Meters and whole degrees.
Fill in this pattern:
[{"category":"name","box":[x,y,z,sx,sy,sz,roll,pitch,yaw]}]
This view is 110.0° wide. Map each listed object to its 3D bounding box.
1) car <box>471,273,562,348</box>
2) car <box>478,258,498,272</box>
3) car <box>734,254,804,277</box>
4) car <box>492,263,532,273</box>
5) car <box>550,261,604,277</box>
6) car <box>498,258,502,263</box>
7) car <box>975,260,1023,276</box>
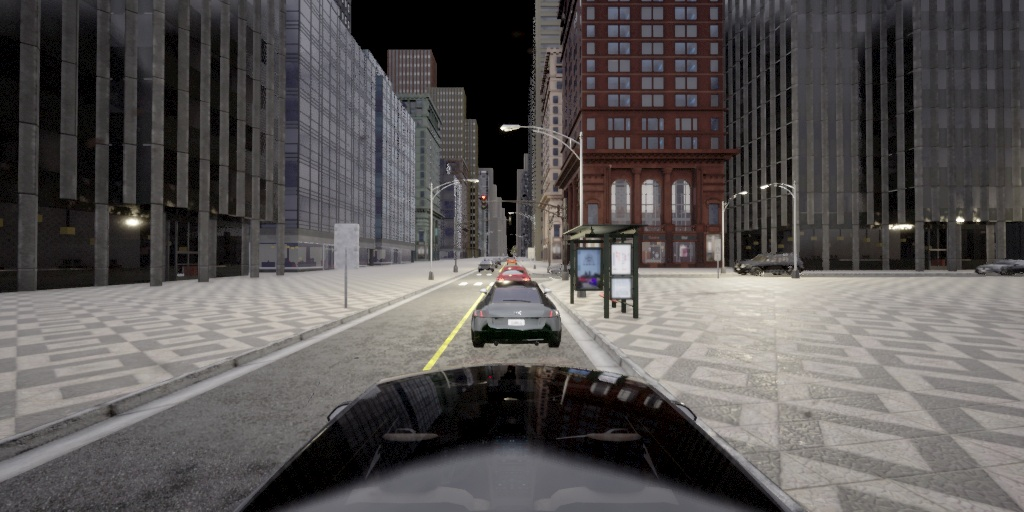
[{"category":"car","box":[0.095,1.314,9.270,1.994,1.385,4.181,0,0,0]},{"category":"car","box":[-3.110,1.244,44.202,2.033,1.411,5.357,0,0,0]},{"category":"car","box":[23.755,0.879,33.238,5.566,2.045,2.150,0,-1,0]},{"category":"car","box":[0.110,1.269,19.105,1.812,1.442,4.674,0,0,1]},{"category":"car","box":[6.078,1.214,33.683,4.902,1.511,2.128,0,0,6]},{"category":"car","box":[-3.110,1.161,55.162,2.128,1.511,4.902,0,0,1]},{"category":"car","box":[45.922,1.096,33.140,4.674,1.442,1.812,0,-1,0]}]
